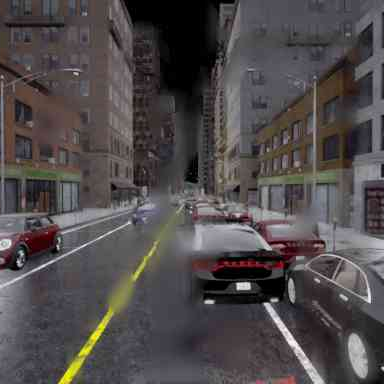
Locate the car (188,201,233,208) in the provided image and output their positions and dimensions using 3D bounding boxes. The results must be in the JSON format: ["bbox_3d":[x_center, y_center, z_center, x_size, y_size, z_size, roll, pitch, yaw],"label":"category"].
[{"bbox_3d":[0.888,1.476,18.262,1.882,1.535,5.008,0,0,0],"label":"car"}]

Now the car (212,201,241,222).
[{"bbox_3d":[2.734,1.544,27.181,1.887,1.381,4.507,-1,0,0],"label":"car"}]

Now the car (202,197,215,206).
[{"bbox_3d":[2.715,1.556,54.707,1.887,1.381,4.507,-1,0,0],"label":"car"}]

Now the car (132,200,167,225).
[{"bbox_3d":[-3.117,1.525,24.115,1.812,1.442,4.674,0,0,0],"label":"car"}]

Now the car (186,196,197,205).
[{"bbox_3d":[-0.040,1.518,58.834,1.837,1.490,4.892,0,0,0],"label":"car"}]

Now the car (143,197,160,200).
[{"bbox_3d":[-5.804,1.446,43.691,1.967,1.590,4.097,-1,0,0],"label":"car"}]

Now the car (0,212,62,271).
[{"bbox_3d":[-5.781,1.438,10.660,1.967,1.590,4.097,-1,0,0],"label":"car"}]

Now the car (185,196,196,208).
[{"bbox_3d":[-0.005,1.498,47.031,2.128,1.511,4.902,0,0,0],"label":"car"}]

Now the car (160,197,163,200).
[{"bbox_3d":[-5.806,1.574,49.196,1.947,1.339,4.313,-1,0,0],"label":"car"}]

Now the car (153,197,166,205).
[{"bbox_3d":[-5.814,1.559,60.207,1.887,1.381,4.507,-1,0,0],"label":"car"}]

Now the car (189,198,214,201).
[{"bbox_3d":[0.884,1.477,24.262,1.882,1.535,5.008,0,0,0],"label":"car"}]

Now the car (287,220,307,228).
[{"bbox_3d":[2.745,1.543,10.666,1.887,1.381,4.507,-1,0,0],"label":"car"}]

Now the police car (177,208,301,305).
[{"bbox_3d":[0.679,1.423,8.311,1.930,1.638,5.238,0,0,-5],"label":"police car"}]

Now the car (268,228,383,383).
[{"bbox_3d":[2.749,1.549,5.160,2.008,1.369,4.403,-1,0,0],"label":"car"}]

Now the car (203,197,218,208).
[{"bbox_3d":[2.719,1.553,49.202,1.887,1.381,4.507,-1,0,0],"label":"car"}]

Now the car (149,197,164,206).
[{"bbox_3d":[-5.810,1.562,54.701,2.008,1.369,4.403,-1,0,0],"label":"car"}]

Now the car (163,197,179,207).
[{"bbox_3d":[-3.034,1.573,49.917,1.994,1.385,4.181,0,0,0],"label":"car"}]

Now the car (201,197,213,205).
[{"bbox_3d":[2.711,1.559,60.212,1.887,1.381,4.507,-1,0,0],"label":"car"}]

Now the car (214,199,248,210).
[{"bbox_3d":[2.736,1.439,21.676,1.967,1.590,4.097,-1,0,0],"label":"car"}]
